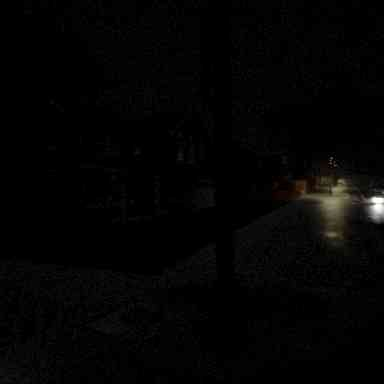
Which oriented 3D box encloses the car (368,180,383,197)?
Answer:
[{"bbox_3d":[17.662,-0.346,31.100,2.128,1.511,4.902,0,4,24],"label":"car"}]
